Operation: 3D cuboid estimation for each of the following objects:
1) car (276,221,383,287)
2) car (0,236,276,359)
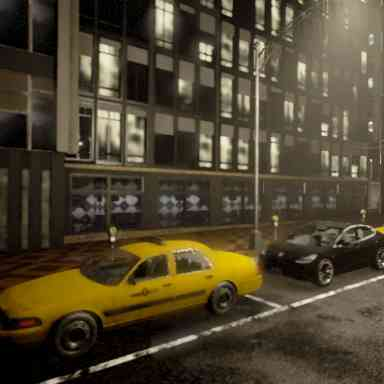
[{"bbox_3d":[3.799,1.523,9.258,4.313,1.339,1.947,0,1,-35],"label":"car"},{"bbox_3d":[-0.855,1.512,5.936,4.829,1.417,1.752,0,1,-35],"label":"car"}]
